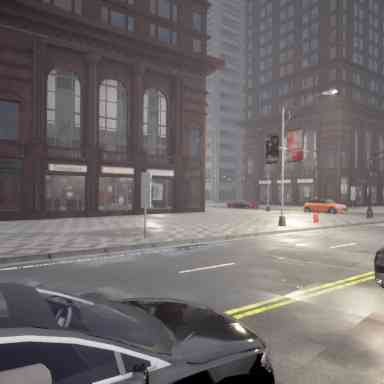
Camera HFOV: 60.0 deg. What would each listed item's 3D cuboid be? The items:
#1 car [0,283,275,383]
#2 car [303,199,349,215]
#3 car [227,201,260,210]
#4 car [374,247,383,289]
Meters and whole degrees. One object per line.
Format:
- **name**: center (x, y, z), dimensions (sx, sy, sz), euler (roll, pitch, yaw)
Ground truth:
- **car**: center (-1.456, 1.492, 2.400), dimensions (4.902, 1.511, 2.128), euler (0, 0, -35)
- **car**: center (14.380, 1.523, 35.802), dimensions (2.097, 1.767, 4.553), euler (1, -1, -35)
- **car**: center (7.108, 1.830, 46.037), dimensions (1.895, 1.301, 4.718), euler (1, -1, -35)
- **car**: center (6.162, 1.516, 7.819), dimensions (4.892, 1.490, 1.837), euler (0, 0, -35)
